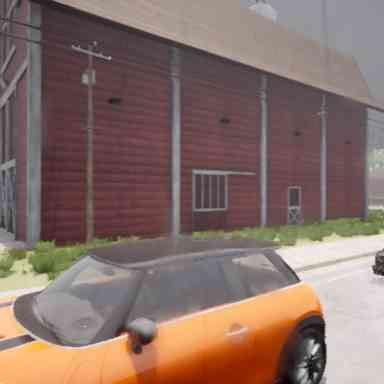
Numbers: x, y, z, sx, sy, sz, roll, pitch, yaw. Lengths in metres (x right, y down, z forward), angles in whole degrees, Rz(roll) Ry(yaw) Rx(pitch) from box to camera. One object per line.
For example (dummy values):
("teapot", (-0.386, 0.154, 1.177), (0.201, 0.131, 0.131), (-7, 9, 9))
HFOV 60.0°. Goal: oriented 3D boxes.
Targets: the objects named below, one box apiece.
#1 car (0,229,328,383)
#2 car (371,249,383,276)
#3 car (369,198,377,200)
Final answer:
("car", (-0.601, 1.365, 3.567), (4.553, 1.767, 2.097), (0, 0, -36))
("car", (7.098, 1.591, 9.172), (5.357, 1.411, 2.033), (0, 0, -36))
("car", (35.289, 1.811, 65.183), (3.905, 1.438, 1.784), (0, 0, -37))
